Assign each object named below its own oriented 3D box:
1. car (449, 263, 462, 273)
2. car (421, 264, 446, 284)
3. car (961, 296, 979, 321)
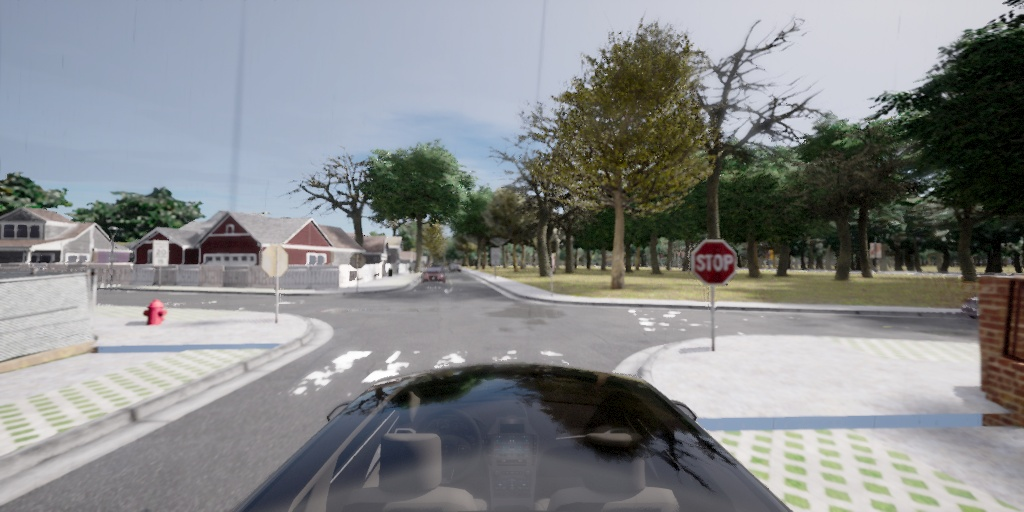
[{"bbox_3d":[-9.517,2.193,60.735,1.895,1.301,4.718,0,-1,-11],"label":"car"},{"bbox_3d":[-6.773,1.660,31.139,1.994,1.385,4.181,0,-1,-11],"label":"car"},{"bbox_3d":[17.595,1.536,11.328,4.674,1.442,1.812,0,-1,12],"label":"car"}]
